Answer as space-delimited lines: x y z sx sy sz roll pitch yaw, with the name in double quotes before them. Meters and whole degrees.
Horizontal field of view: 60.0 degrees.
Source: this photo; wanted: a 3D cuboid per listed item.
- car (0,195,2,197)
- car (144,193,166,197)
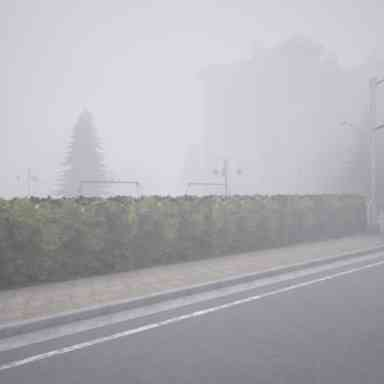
"car" -40.256 1.374 67.276 3.633 1.501 1.845 0 0 -37
"car" -4.452 1.206 42.885 2.150 2.045 5.566 0 0 -37
